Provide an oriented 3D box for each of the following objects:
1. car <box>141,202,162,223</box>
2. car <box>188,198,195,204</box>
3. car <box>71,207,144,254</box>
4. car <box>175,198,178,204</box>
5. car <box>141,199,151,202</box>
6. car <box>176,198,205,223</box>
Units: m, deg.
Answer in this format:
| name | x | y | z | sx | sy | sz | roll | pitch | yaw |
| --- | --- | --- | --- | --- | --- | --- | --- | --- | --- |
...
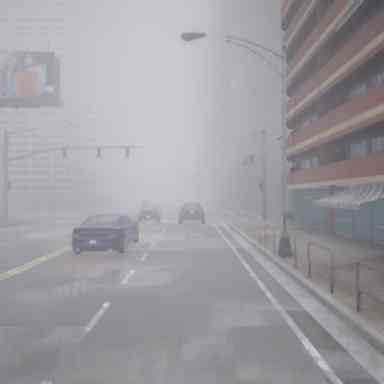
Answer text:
| name | x | y | z | sx | sy | sz | roll | pitch | yaw |
| --- | --- | --- | --- | --- | --- | --- | --- | --- | --- |
| car | -3.650 | 1.837 | 28.874 | 1.812 | 1.442 | 4.674 | 0 | 0 | -3 |
| car | -0.074 | 2.342 | 87.331 | 1.882 | 1.535 | 5.008 | 0 | -1 | 0 |
| car | -3.490 | 1.632 | 14.228 | 1.882 | 1.535 | 5.008 | 0 | 0 | 0 |
| car | -3.574 | 2.391 | 87.326 | 2.128 | 1.511 | 4.902 | 0 | -1 | 0 |
| car | -10.565 | 2.298 | 76.178 | 1.882 | 1.535 | 5.008 | 0 | -1 | 0 |
| car | -0.005 | 1.658 | 28.408 | 2.097 | 1.767 | 4.553 | 0 | -1 | 0 |
